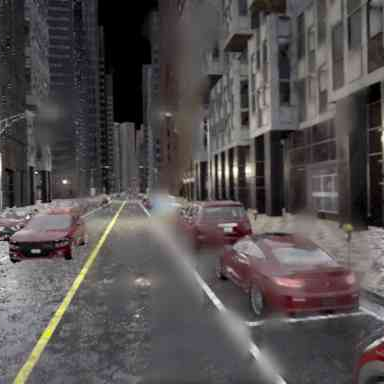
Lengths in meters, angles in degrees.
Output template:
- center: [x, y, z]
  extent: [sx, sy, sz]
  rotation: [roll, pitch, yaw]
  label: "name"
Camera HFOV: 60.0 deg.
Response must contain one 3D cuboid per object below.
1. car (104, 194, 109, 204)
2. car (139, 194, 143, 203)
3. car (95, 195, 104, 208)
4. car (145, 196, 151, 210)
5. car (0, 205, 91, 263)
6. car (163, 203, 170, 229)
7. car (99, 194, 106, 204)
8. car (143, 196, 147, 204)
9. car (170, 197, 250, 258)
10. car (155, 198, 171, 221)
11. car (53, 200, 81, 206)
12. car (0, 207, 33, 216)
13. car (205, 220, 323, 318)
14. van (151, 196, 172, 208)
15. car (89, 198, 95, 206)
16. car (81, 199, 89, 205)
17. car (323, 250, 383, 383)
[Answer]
- center: [-16.802, 1.575, 60.600]
  extent: [1.887, 1.381, 4.507]
  rotation: [-1, 0, -10]
  label: "car"
- center: [-8.422, 1.398, 62.157]
  extent: [1.887, 1.381, 4.507]
  rotation: [-1, 0, -10]
  label: "car"
- center: [-14.778, 1.594, 49.581]
  extent: [2.008, 1.369, 4.403]
  rotation: [-1, 0, -10]
  label: "car"
- center: [-4.374, 1.462, 40.118]
  extent: [1.802, 1.307, 4.206]
  rotation: [-1, 0, -10]
  label: "car"
- center: [-5.166, 1.515, 12.515]
  extent: [1.882, 1.535, 5.008]
  rotation: [-1, 0, -10]
  label: "car"
- center: [-0.326, 1.493, 18.078]
  extent: [1.802, 1.307, 4.206]
  rotation: [-1, 0, -10]
  label: "car"
- center: [-15.760, 1.563, 54.923]
  extent: [1.752, 1.417, 4.829]
  rotation: [-1, 0, -10]
  label: "car"
- center: [-5.386, 1.455, 45.627]
  extent: [1.802, 1.307, 4.206]
  rotation: [-1, 0, -10]
  label: "car"
- center: [0.681, 1.234, 12.566]
  extent: [2.192, 1.841, 5.009]
  rotation: [-1, 0, -10]
  label: "car"
- center: [-1.370, 1.428, 23.754]
  extent: [1.752, 1.417, 4.829]
  rotation: [-1, 0, -10]
  label: "car"
- center: [-10.733, 1.513, 27.543]
  extent: [1.967, 1.590, 4.097]
  rotation: [-1, 0, -10]
  label: "car"
- center: [-8.709, 1.529, 16.524]
  extent: [1.967, 1.590, 4.097]
  rotation: [-1, 0, -10]
  label: "car"
- center: [1.698, 1.509, 7.058]
  extent: [1.802, 1.307, 4.206]
  rotation: [-1, 0, -10]
  label: "car"
- center: [-2.354, 1.236, 29.096]
  extent: [1.690, 1.788, 3.998]
  rotation: [-1, 0, -10]
  label: "van"
- center: [-12.754, 1.623, 38.562]
  extent: [1.947, 1.339, 4.313]
  rotation: [-1, 0, -10]
  label: "car"
- center: [-11.742, 1.647, 33.052]
  extent: [1.802, 1.307, 4.206]
  rotation: [-1, 0, -10]
  label: "car"
- center: [2.707, 1.376, 1.547]
  extent: [1.967, 1.590, 4.097]
  rotation: [-1, 0, -10]
  label: "car"
